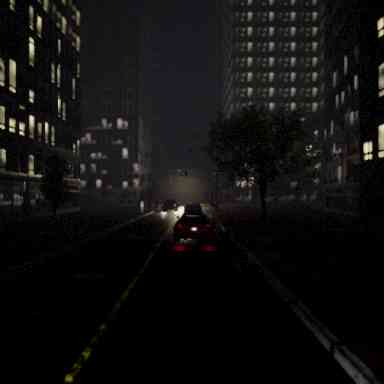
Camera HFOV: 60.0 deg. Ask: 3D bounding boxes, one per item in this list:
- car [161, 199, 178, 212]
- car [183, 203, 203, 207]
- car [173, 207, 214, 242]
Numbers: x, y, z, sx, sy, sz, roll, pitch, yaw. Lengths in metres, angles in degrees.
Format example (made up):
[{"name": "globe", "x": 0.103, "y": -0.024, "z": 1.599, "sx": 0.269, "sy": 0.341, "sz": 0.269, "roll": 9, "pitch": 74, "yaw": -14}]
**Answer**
[{"name": "car", "x": -3.036, "y": 1.814, "z": 46.183, "sx": 2.097, "sy": 1.767, "sz": 4.553, "roll": 0, "pitch": -1, "yaw": 1}, {"name": "car", "x": 0.101, "y": 1.832, "z": 34.510, "sx": 2.128, "sy": 1.511, "sz": 4.902, "roll": 0, "pitch": -1, "yaw": 0}, {"name": "car", "x": 0.100, "y": 1.734, "z": 17.587, "sx": 1.994, "sy": 1.385, "sz": 4.181, "roll": 0, "pitch": -1, "yaw": 0}]
